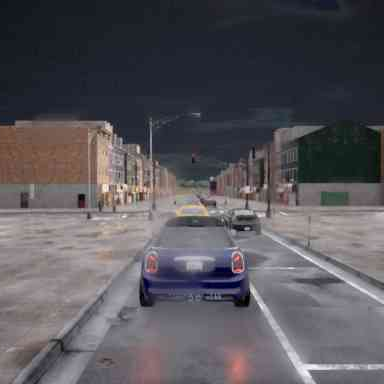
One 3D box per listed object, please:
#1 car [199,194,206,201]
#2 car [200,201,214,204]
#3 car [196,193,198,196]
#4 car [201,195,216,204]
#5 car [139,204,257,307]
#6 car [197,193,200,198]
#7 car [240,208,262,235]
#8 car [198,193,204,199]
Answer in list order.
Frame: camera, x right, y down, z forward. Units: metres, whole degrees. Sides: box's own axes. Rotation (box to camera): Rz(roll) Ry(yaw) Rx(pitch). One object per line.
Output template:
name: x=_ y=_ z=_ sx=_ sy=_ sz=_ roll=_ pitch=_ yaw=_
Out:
car: x=2.790 y=1.582 z=61.798 sx=1.802 sy=1.307 sz=4.206 roll=-1 pitch=0 yaw=0
car: x=0.066 y=1.471 z=17.997 sx=1.882 sy=1.535 sz=5.008 roll=0 pitch=0 yaw=1
car: x=2.879 y=1.560 z=94.993 sx=2.008 sy=1.369 sz=4.403 roll=-1 pitch=0 yaw=0
car: x=2.759 y=1.541 z=50.733 sx=1.887 sy=1.381 sz=4.507 roll=-1 pitch=0 yaw=0
car: x=0.069 y=1.348 z=8.122 sx=2.097 sy=1.767 sz=4.553 roll=0 pitch=0 yaw=1
car: x=2.832 y=1.445 z=78.395 sx=1.967 sy=1.590 sz=4.097 roll=-1 pitch=0 yaw=0
car: x=2.672 y=1.544 z=18.288 sx=2.008 sy=1.369 sz=4.403 roll=-1 pitch=0 yaw=0
car: x=2.819 y=1.548 z=72.863 sx=1.887 sy=1.381 sz=4.507 roll=-1 pitch=0 yaw=0
